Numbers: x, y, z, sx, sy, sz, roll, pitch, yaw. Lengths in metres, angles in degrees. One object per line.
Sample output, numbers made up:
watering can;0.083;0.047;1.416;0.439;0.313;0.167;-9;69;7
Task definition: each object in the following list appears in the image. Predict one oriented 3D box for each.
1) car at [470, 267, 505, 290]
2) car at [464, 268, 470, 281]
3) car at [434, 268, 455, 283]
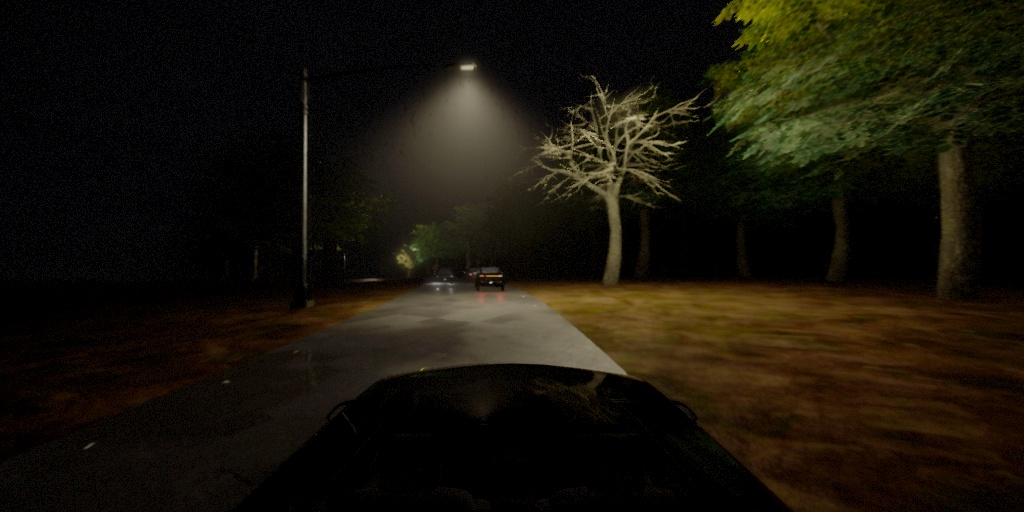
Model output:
car;-1.580;1.487;24.422;2.128;1.511;4.902;0;-1;-7
car;-4.066;1.975;38.478;2.033;1.411;5.357;0;-2;-12
car;-6.808;1.910;36.255;2.033;1.411;5.357;0;-2;-12
